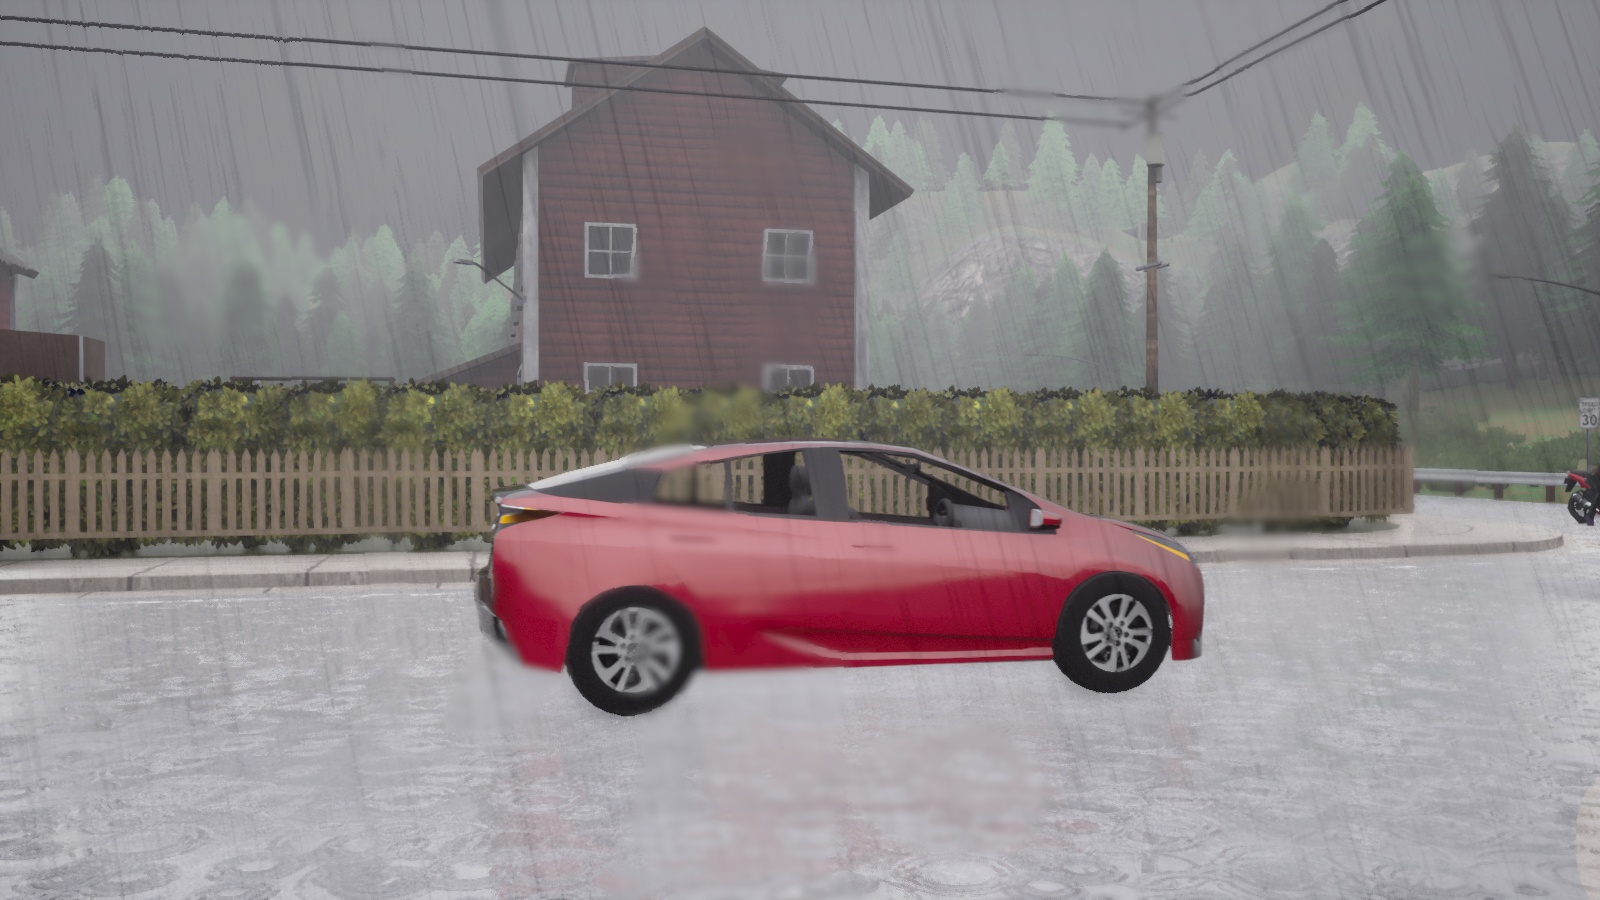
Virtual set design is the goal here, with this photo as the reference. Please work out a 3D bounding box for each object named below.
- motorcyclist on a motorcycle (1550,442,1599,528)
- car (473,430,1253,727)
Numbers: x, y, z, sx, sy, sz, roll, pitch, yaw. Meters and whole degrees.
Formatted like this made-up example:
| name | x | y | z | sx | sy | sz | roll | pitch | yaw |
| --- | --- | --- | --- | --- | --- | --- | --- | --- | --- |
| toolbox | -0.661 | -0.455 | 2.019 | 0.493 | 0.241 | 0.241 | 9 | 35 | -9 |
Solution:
| name | x | y | z | sx | sy | sz | roll | pitch | yaw |
| --- | --- | --- | --- | --- | --- | --- | --- | --- | --- |
| motorcyclist on a motorcycle | 14.482 | 0.614 | 22.301 | 0.797 | 1.523 | 2.044 | 0 | 0 | -13 |
| car | 0.275 | 0.649 | 7.951 | 4.514 | 1.525 | 2.007 | 0 | 0 | -14 |
